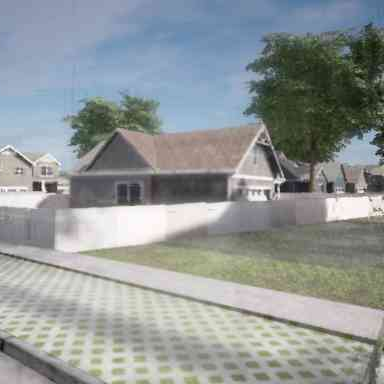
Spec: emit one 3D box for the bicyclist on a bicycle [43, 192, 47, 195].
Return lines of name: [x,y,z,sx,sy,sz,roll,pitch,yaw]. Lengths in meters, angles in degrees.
bicyclist on a bicycle: [-14.304,0.860,32.448,1.656,1.620,0.582,1,1,34]
